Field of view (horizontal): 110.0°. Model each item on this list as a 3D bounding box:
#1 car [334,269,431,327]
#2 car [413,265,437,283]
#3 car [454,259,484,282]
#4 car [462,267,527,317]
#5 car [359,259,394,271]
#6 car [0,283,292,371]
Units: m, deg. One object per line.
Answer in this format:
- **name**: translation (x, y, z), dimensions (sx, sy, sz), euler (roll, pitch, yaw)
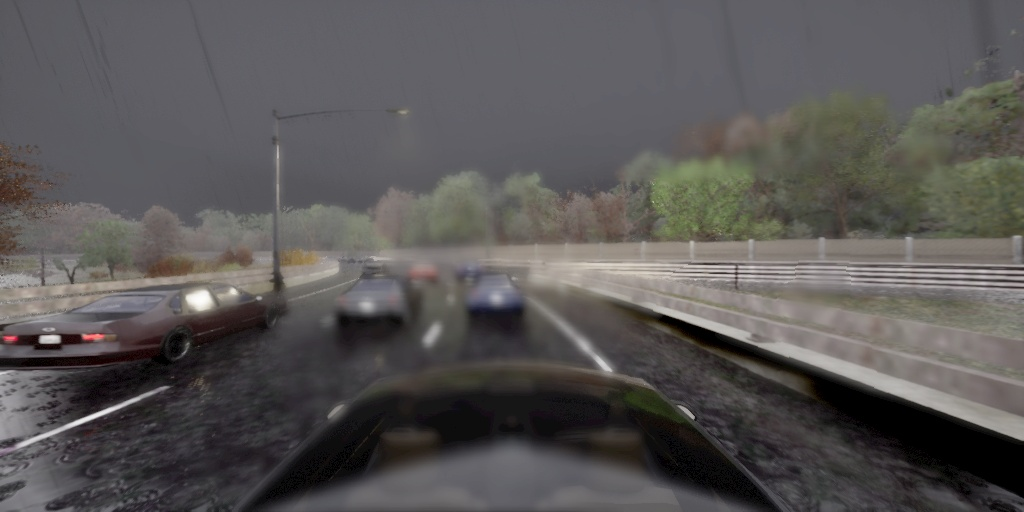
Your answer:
- **car**: translation (-4.035, 1.300, 11.584), dimensions (1.994, 1.385, 4.181), euler (0, 0, -5)
- **car**: translation (-6.542, 1.294, 26.706), dimensions (1.895, 1.301, 4.718), euler (0, 0, -13)
- **car**: translation (-3.403, 1.019, 28.531), dimensions (2.097, 1.767, 4.553), euler (0, 0, -13)
- **car**: translation (-0.664, 1.274, 13.024), dimensions (1.994, 1.385, 4.181), euler (0, 0, -6)
- **car**: translation (-10.500, 1.215, 28.125), dimensions (1.837, 1.490, 4.892), euler (0, 0, -14)
- **car**: translation (-7.234, 1.317, 8.004), dimensions (2.033, 1.411, 5.357), euler (0, 0, -4)
